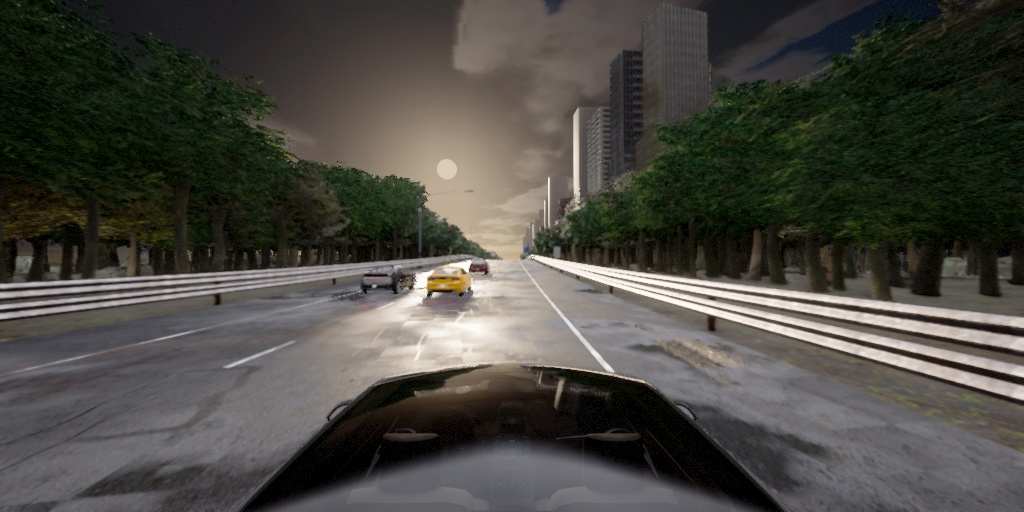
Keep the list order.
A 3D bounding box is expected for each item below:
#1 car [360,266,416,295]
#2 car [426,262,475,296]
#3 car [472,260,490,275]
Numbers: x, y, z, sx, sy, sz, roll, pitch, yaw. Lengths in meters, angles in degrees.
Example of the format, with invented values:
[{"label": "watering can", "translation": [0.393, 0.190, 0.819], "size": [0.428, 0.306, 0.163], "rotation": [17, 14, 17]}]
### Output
[{"label": "car", "translation": [-6.905, 1.309, 20.434], "size": [2.128, 1.511, 4.902], "rotation": [0, 0, 0]}, {"label": "car", "translation": [-3.404, 1.297, 20.031], "size": [1.882, 1.535, 5.008], "rotation": [0, 0, 0]}, {"label": "car", "translation": [-3.407, 1.121, 37.895], "size": [1.882, 1.535, 5.008], "rotation": [0, 1, 0]}]
